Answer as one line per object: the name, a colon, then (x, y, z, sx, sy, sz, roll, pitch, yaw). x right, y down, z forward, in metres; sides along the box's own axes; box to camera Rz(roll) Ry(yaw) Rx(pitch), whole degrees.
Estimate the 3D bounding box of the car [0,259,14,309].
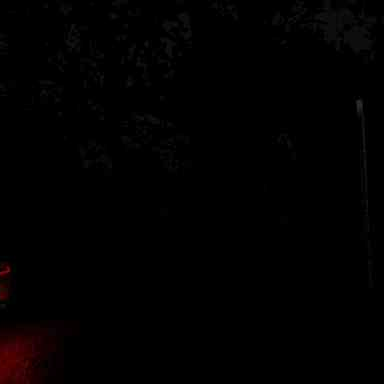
car: (-5.622, 1.603, 6.759, 5.008, 1.535, 1.882, -1, -1, 35)
